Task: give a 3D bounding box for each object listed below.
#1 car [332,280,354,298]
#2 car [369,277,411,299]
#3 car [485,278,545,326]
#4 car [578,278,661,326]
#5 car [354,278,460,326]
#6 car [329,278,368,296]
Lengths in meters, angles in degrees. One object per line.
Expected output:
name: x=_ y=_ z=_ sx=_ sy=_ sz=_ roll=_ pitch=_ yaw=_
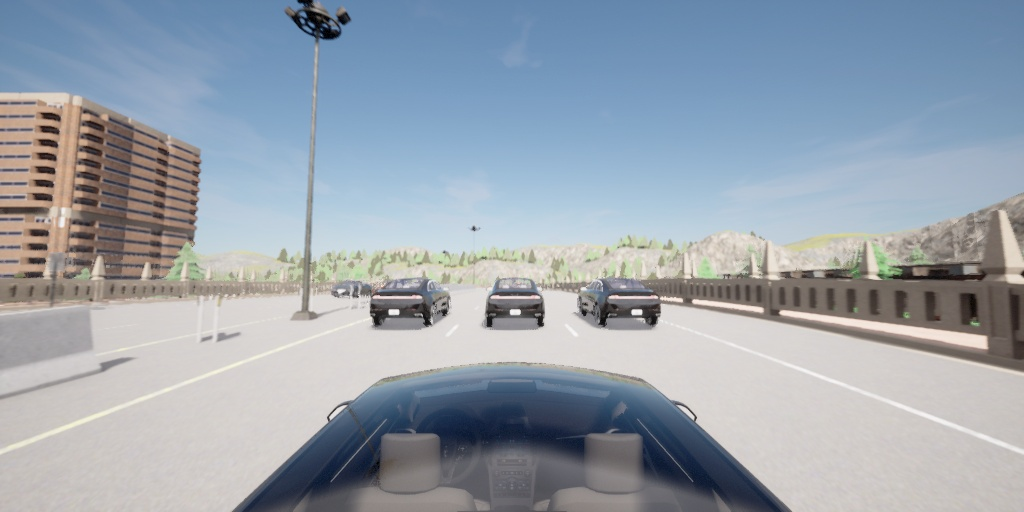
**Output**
car: x=-14.098 y=2.951 z=31.971 sx=2.128 sy=1.511 sz=4.902 roll=0 pitch=-5 yaw=0
car: x=-10.598 y=2.783 z=31.625 sx=2.097 sy=1.767 sz=4.553 roll=0 pitch=-5 yaw=0
car: x=0.098 y=1.529 z=12.760 sx=2.128 sy=1.511 sz=4.902 roll=0 pitch=-3 yaw=0
car: x=3.599 y=1.528 z=12.755 sx=2.128 sy=1.511 sz=4.902 roll=0 pitch=-3 yaw=0
car: x=-3.402 y=1.529 z=12.768 sx=2.128 sy=1.511 sz=4.902 roll=0 pitch=-3 yaw=0
car: x=-17.592 y=3.368 z=38.923 sx=2.097 sy=1.767 sz=4.553 roll=0 pitch=-5 yaw=0
